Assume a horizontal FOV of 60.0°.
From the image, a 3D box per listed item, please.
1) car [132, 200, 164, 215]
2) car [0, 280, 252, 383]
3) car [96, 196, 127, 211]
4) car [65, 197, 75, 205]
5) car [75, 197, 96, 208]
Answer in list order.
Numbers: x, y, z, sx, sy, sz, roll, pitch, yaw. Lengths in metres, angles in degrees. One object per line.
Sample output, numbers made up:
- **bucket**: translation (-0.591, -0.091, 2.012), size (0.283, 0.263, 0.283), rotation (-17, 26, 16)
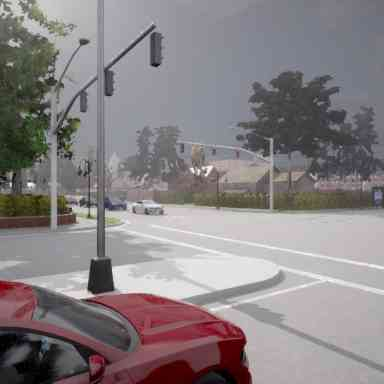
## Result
- **car**: translation (-4.647, 1.526, 34.364), size (1.812, 1.442, 4.674), rotation (0, 0, -35)
- **car**: translation (-1.717, 1.478, 2.544), size (5.008, 1.535, 1.882), rotation (0, 0, -35)
- **car**: translation (-9.855, 1.352, 41.567), size (2.097, 1.767, 4.553), rotation (0, 0, -36)
- **car**: translation (-21.047, 1.564, 57.083), size (1.994, 1.385, 4.181), rotation (0, 0, -34)
- **car**: translation (-15.248, 1.505, 49.021), size (1.837, 1.490, 4.892), rotation (0, 0, -36)
